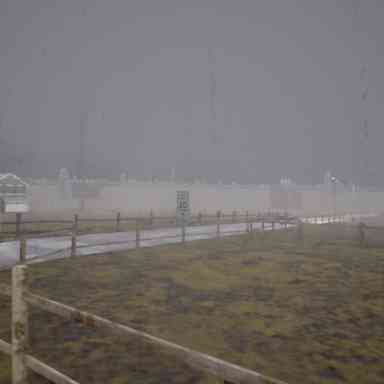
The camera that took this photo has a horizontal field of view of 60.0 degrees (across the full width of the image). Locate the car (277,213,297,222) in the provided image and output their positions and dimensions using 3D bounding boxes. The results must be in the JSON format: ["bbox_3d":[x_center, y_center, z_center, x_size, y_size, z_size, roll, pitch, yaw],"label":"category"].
[{"bbox_3d":[14.305,3.753,49.810,1.895,1.301,4.718,1,-2,35],"label":"car"}]
